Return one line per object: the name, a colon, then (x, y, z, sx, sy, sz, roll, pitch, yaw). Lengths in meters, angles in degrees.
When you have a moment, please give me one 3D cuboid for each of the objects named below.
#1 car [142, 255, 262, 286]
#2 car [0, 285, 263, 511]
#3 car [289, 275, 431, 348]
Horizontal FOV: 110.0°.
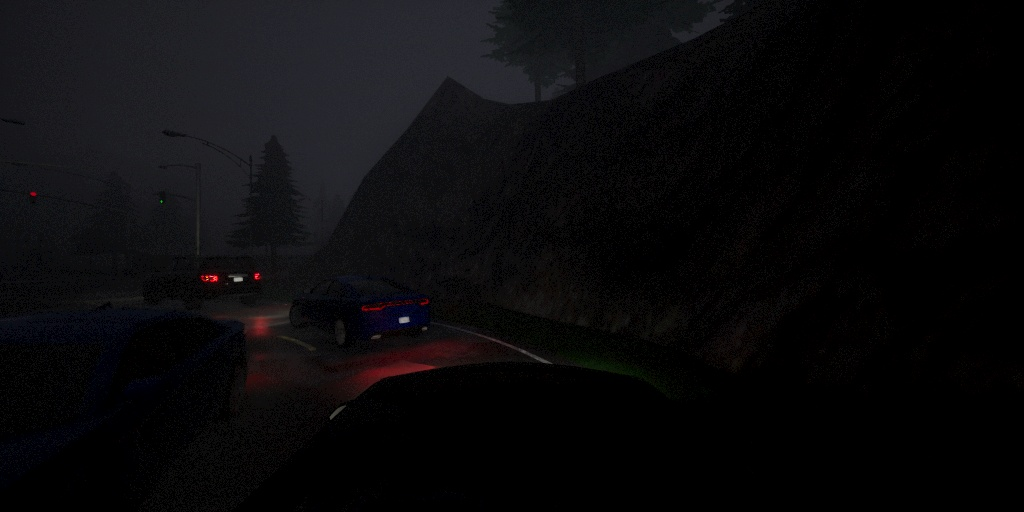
car: (-12.648, 0.971, 14.647, 5.566, 2.045, 2.150, 0, 0, 27)
car: (-3.709, 1.228, 2.779, 1.882, 1.535, 5.008, 2, -1, -23)
car: (-4.129, 1.228, 9.418, 5.008, 1.535, 1.882, 0, 0, 43)
